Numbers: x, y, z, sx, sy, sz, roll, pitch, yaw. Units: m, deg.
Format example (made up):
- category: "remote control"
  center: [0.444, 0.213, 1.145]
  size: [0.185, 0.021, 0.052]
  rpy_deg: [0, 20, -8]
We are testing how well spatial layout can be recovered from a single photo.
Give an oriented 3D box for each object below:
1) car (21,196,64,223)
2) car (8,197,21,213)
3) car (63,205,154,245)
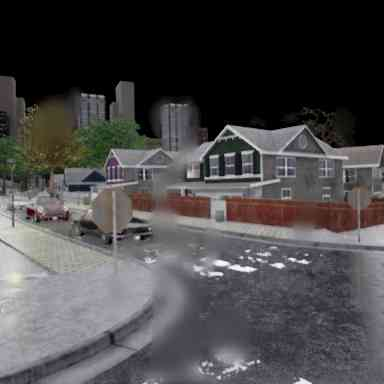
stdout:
- category: "car"
  center: [-10.353, 1.124, 23.644]
  size: [2.097, 1.767, 4.553]
  rpy_deg: [-2, 2, -37]
- category: "car"
  center: [-16.626, 1.188, 32.330]
  size: [1.812, 1.442, 4.674]
  rpy_deg: [-2, 2, -34]
- category: "car"
  center: [-3.881, 1.422, 15.396]
  size: [2.033, 1.411, 5.357]
  rpy_deg: [-2, 2, -39]
